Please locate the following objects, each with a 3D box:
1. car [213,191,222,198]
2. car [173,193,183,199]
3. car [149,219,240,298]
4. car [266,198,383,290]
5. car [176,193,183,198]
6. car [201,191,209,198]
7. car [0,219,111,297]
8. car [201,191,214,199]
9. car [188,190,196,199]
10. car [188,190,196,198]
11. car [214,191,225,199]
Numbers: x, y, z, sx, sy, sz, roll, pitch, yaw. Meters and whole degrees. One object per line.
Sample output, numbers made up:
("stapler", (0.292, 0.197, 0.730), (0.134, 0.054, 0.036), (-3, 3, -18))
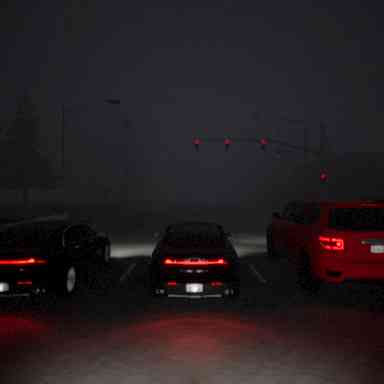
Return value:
("car", (7.011, 0.608, 91.854), (2.097, 1.767, 4.553), (0, 0, 0))
("car", (-3.490, 1.000, 81.884), (1.812, 1.442, 4.674), (0, 0, 0))
("car", (0.063, 1.451, 8.365), (1.837, 1.490, 4.892), (0, 0, 0))
("car", (3.567, 1.164, 9.011), (2.150, 2.045, 5.566), (0, 0, 0))
("car", (-3.489, 0.848, 91.917), (1.895, 1.301, 4.718), (0, 0, 0))
("car", (3.511, 0.608, 91.855), (2.097, 1.767, 4.553), (0, 0, 0))
("car", (-3.437, 1.451, 8.418), (1.837, 1.490, 4.892), (0, 0, 0))
("car", (3.510, 0.831, 81.853), (2.097, 1.767, 4.553), (0, 0, 0))
("car", (0.010, 1.003, 81.467), (2.128, 1.511, 4.902), (0, 0, 0))
("car", (0.011, 0.478, 91.914), (2.150, 2.045, 5.566), (0, 0, 0))
("car", (7.010, 0.978, 81.466), (1.837, 1.490, 4.892), (0, 0, 0))
